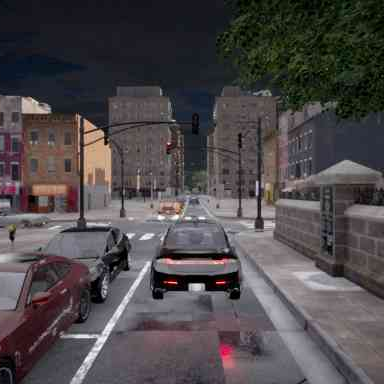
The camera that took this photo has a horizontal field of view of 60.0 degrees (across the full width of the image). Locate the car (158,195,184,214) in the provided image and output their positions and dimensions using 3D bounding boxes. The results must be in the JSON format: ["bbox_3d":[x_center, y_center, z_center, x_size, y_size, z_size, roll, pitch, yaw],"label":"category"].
[{"bbox_3d":[-2.286,1.343,34.782,2.097,1.767,4.553,0,0,1],"label":"car"}]

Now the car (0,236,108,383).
[{"bbox_3d":[-2.632,1.582,4.545,1.802,1.307,4.206,0,0,0],"label":"car"}]

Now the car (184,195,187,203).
[{"bbox_3d":[-2.243,1.477,55.125,2.128,1.511,4.902,0,0,0],"label":"car"}]

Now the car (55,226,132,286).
[{"bbox_3d":[-2.629,1.565,8.207,1.947,1.339,4.313,0,0,0],"label":"car"}]

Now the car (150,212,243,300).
[{"bbox_3d":[0.093,1.491,8.386,2.128,1.511,4.902,0,0,0],"label":"car"}]

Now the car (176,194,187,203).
[{"bbox_3d":[-2.159,1.331,69.598,2.097,1.767,4.553,0,0,0],"label":"car"}]

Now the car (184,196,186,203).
[{"bbox_3d":[-2.253,1.553,44.733,1.994,1.385,4.181,0,0,0],"label":"car"}]

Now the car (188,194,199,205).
[{"bbox_3d":[0.343,1.509,60.418,1.812,1.442,4.674,0,0,0],"label":"car"}]

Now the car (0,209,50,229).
[{"bbox_3d":[-11.624,1.710,21.123,4.718,1.301,1.895,-1,0,0],"label":"car"}]
